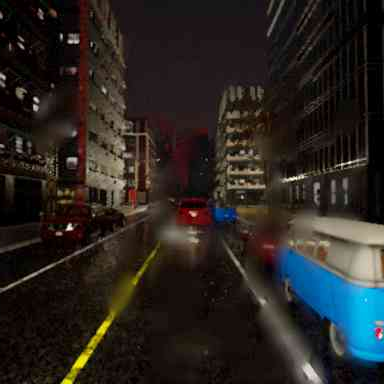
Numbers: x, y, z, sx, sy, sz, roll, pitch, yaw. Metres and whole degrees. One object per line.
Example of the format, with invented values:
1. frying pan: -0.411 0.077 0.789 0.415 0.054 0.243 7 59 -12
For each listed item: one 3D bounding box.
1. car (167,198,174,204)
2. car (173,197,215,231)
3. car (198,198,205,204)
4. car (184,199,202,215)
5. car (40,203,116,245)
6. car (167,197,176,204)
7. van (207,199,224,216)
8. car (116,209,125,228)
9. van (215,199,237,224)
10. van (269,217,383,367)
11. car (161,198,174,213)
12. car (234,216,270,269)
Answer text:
1. car: -5.648 2.459 87.741 1.752 1.417 4.829 1 -1 0
2. car: 0.109 1.462 22.420 2.150 2.045 5.566 0 0 0
3. car: 2.734 2.526 93.823 1.752 1.417 4.829 1 -1 0
4. car: 0.112 1.785 40.805 2.097 1.767 4.553 0 -1 0
5. car: -5.665 1.493 16.713 2.192 1.841 5.009 1 -1 0
6. car: -5.642 2.312 93.597 2.192 1.841 5.009 1 -1 0
7. van: 2.721 1.753 38.760 1.690 1.788 3.998 1 -1 0
8. car: -5.668 1.781 22.222 1.887 1.381 4.507 1 -1 0
9. van: 2.717 1.636 27.744 1.690 1.788 3.998 1 -1 0
10. van: 2.711 1.403 5.713 1.690 1.788 3.998 1 -1 0
11. car: -2.991 1.947 44.053 1.882 1.535 5.008 0 -1 0
12. car: 2.708 1.702 11.218 1.802 1.307 4.206 1 -1 0
